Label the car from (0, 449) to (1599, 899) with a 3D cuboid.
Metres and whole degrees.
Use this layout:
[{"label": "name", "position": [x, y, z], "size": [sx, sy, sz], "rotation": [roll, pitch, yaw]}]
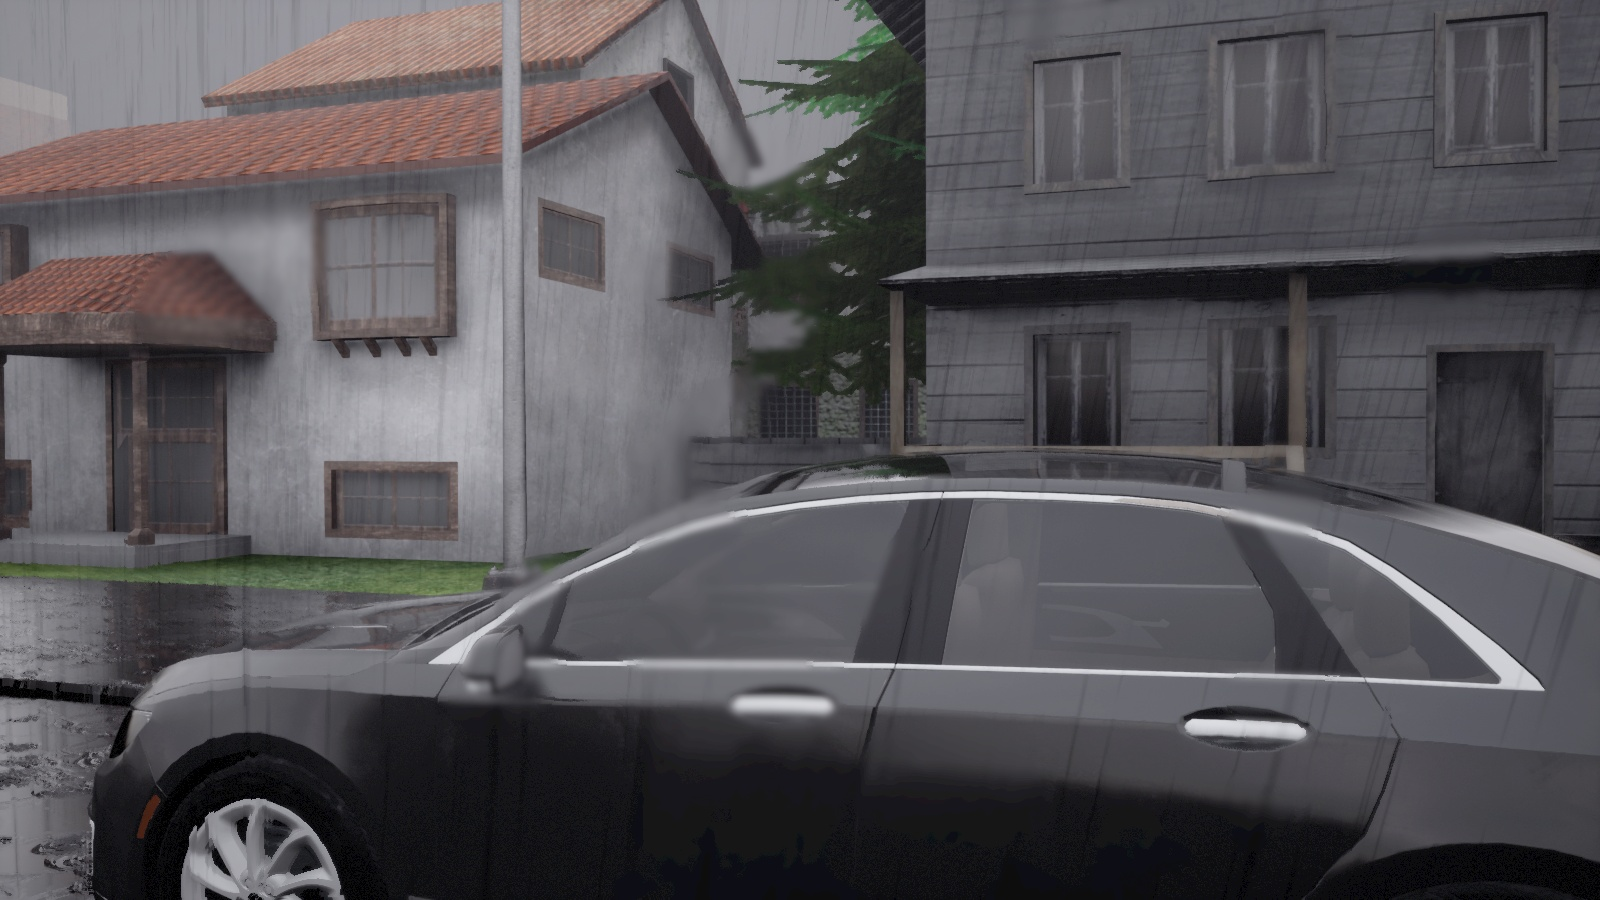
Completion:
[{"label": "car", "position": [0.277, 0.774, 3.629], "size": [4.892, 1.490, 1.837], "rotation": [1, 1, 19]}]
